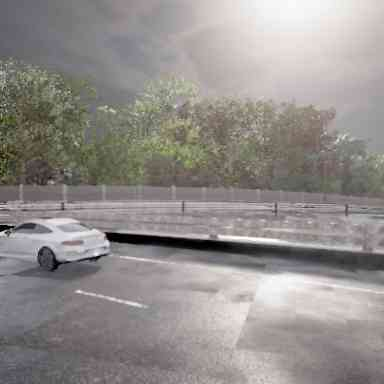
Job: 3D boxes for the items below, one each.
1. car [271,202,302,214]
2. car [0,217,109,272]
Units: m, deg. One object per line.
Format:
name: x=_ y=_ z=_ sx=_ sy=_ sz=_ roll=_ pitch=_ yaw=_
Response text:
car: x=11.935 y=2.019 z=42.397 sx=4.181 sy=1.385 sz=1.994 roll=2 pitch=-1 yaw=-25
car: x=-4.785 y=1.557 z=10.835 sx=4.674 sy=1.442 sz=1.812 roll=0 pitch=0 yaw=30
